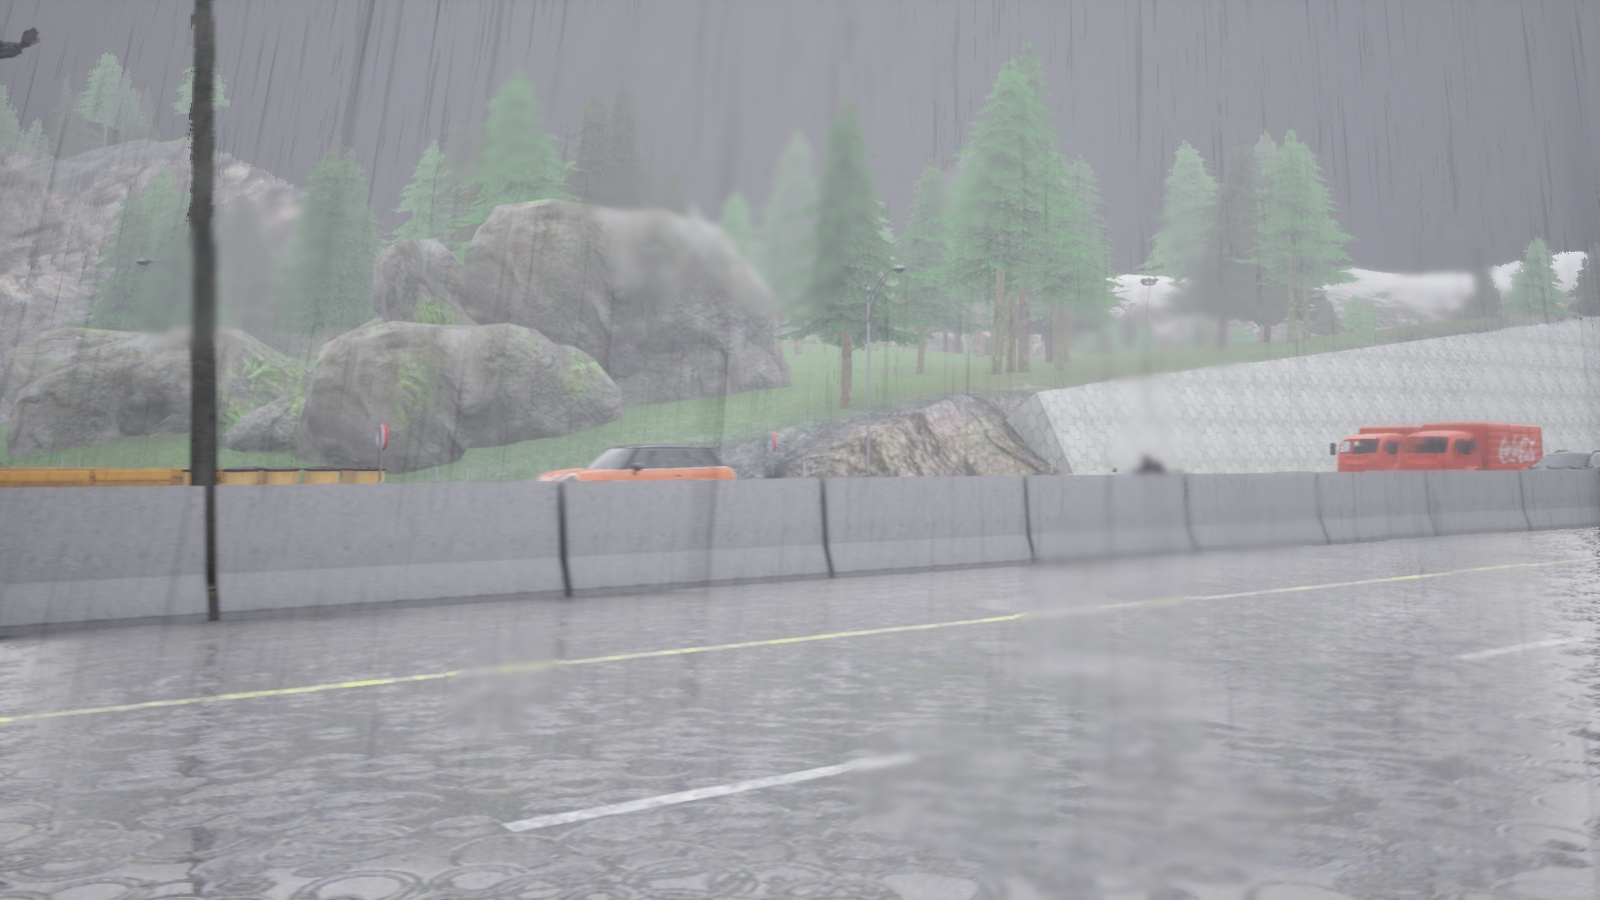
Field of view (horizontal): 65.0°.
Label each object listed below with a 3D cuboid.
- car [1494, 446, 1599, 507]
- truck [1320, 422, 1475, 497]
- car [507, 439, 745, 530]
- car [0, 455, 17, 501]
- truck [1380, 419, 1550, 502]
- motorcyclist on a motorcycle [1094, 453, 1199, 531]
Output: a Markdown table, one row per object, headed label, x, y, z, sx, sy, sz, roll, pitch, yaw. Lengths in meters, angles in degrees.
| label | x | y | z | sx | sy | sz | roll | pitch | yaw |
| --- | --- | --- | --- | --- | --- | --- | --- | --- | --- |
| car | 22.287 | 0.716 | 36.229 | 4.856 | 1.649 | 2.033 | 0 | 0 | -35 |
| truck | 20.825 | 0.321 | 43.742 | 5.204 | 2.467 | 2.627 | 0 | 0 | -35 |
| car | -3.663 | 0.675 | 26.695 | 4.553 | 1.767 | 2.097 | 0 | 0 | -35 |
| car | -27.822 | 0.906 | 40.746 | 4.193 | 1.474 | 1.816 | 0 | 0 | 18 |
| truck | 21.006 | 0.311 | 39.603 | 5.204 | 2.467 | 2.627 | 0 | 0 | -35 |
| motorcyclist on a motorcycle | 7.085 | 0.828 | 25.647 | 2.191 | 1.530 | 0.866 | 0 | 0 | -35 |
